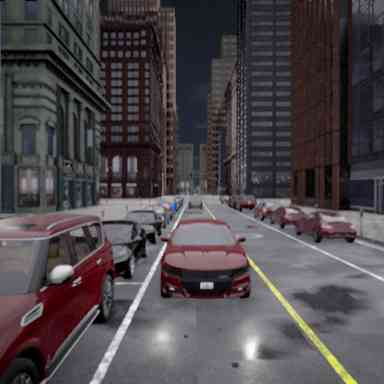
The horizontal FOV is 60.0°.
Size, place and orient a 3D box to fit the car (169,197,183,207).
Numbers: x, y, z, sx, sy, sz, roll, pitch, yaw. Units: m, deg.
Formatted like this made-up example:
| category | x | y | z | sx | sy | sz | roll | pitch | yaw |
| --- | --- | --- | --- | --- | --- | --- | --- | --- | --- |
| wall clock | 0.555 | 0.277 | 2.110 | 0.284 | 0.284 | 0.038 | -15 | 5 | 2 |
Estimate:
| category | x | y | z | sx | sy | sz | roll | pitch | yaw |
| --- | --- | --- | --- | --- | --- | --- | --- | --- | --- |
| car | -2.314 | 1.509 | 49.462 | 1.947 | 1.339 | 4.313 | 0 | 0 | 0 |

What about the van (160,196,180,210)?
| category | x | y | z | sx | sy | sz | roll | pitch | yaw |
| --- | --- | --- | --- | --- | --- | --- | --- | --- | --- |
| van | -2.346 | 1.297 | 32.552 | 1.690 | 1.788 | 3.998 | 0 | 0 | 0 |

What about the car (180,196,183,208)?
| category | x | y | z | sx | sy | sz | roll | pitch | yaw |
| --- | --- | --- | --- | --- | --- | --- | --- | --- | --- |
| car | -2.336 | 1.476 | 38.019 | 1.752 | 1.417 | 4.829 | 0 | 0 | 0 |

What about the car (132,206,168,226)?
| category | x | y | z | sx | sy | sz | roll | pitch | yaw |
| --- | --- | --- | --- | --- | --- | --- | --- | --- | --- |
| car | -2.376 | 1.542 | 15.642 | 1.947 | 1.339 | 4.313 | 0 | 0 | 0 |

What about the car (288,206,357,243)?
| category | x | y | z | sx | sy | sz | roll | pitch | yaw |
| --- | --- | --- | --- | --- | --- | --- | --- | --- | --- |
| car | 6.149 | 1.558 | 15.632 | 1.802 | 1.307 | 4.206 | 0 | 0 | 0 |

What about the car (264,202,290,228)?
| category | x | y | z | sx | sy | sz | roll | pitch | yaw |
| --- | --- | --- | --- | --- | --- | --- | --- | --- | --- |
| car | 6.159 | 1.551 | 21.269 | 1.802 | 1.307 | 4.206 | 0 | 0 | 0 |

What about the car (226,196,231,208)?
| category | x | y | z | sx | sy | sz | roll | pitch | yaw |
| --- | --- | --- | --- | --- | --- | --- | --- | --- | --- |
| car | 6.199 | 1.262 | 43.812 | 2.192 | 1.841 | 5.009 | 0 | 0 | 0 |

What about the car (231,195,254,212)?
| category | x | y | z | sx | sy | sz | roll | pitch | yaw |
| --- | --- | --- | --- | --- | --- | --- | --- | --- | --- |
| car | 6.189 | 1.266 | 38.176 | 2.192 | 1.841 | 5.009 | 0 | 0 | 0 |

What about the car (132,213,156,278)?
| category | x | y | z | sx | sy | sz | roll | pitch | yaw |
| --- | --- | --- | --- | --- | --- | --- | --- | --- | --- |
| car | -2.387 | 1.550 | 10.006 | 1.947 | 1.339 | 4.313 | 0 | 0 | 0 |

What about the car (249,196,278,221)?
| category | x | y | z | sx | sy | sz | roll | pitch | yaw |
| --- | --- | --- | --- | --- | --- | --- | --- | --- | --- |
| car | 6.169 | 1.402 | 26.905 | 1.967 | 1.590 | 4.097 | 0 | 0 | 0 |

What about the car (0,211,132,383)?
| category | x | y | z | sx | sy | sz | roll | pitch | yaw |
| --- | --- | --- | --- | --- | --- | --- | --- | --- | --- |
| car | -2.398 | 1.308 | 4.369 | 2.192 | 1.841 | 5.009 | 0 | 0 | 0 |

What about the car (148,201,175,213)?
| category | x | y | z | sx | sy | sz | roll | pitch | yaw |
| --- | --- | --- | --- | --- | --- | --- | --- | --- | --- |
| car | -2.366 | 1.519 | 21.279 | 2.008 | 1.369 | 4.403 | 0 | 0 | 0 |

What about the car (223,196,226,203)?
| category | x | y | z | sx | sy | sz | roll | pitch | yaw |
| --- | --- | --- | --- | --- | --- | --- | --- | --- | --- |
| car | 6.211 | 1.509 | 49.449 | 1.947 | 1.339 | 4.313 | 0 | 0 | 0 |

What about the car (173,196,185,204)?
| category | x | y | z | sx | sy | sz | roll | pitch | yaw |
| --- | --- | --- | --- | --- | --- | --- | --- | --- | --- |
| car | -2.294 | 1.489 | 60.735 | 2.008 | 1.369 | 4.403 | 0 | 0 | 0 |

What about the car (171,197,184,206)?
| category | x | y | z | sx | sy | sz | roll | pitch | yaw |
| --- | --- | --- | --- | --- | --- | --- | --- | --- | --- |
| car | -2.304 | 1.506 | 55.098 | 1.947 | 1.339 | 4.313 | 0 | 0 | 0 |

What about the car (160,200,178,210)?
| category | x | y | z | sx | sy | sz | roll | pitch | yaw |
| --- | --- | --- | --- | --- | --- | --- | --- | --- | --- |
| car | -2.356 | 1.544 | 26.916 | 1.802 | 1.307 | 4.206 | 0 | 0 | 0 |

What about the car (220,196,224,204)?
| category | x | y | z | sx | sy | sz | roll | pitch | yaw |
| --- | --- | --- | --- | --- | --- | --- | --- | --- | --- |
| car | 6.231 | 1.378 | 60.721 | 1.967 | 1.590 | 4.097 | 0 | 0 | 0 |

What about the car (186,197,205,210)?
| category | x | y | z | sx | sy | sz | roll | pitch | yaw |
| --- | --- | --- | --- | --- | --- | --- | --- | --- | --- |
| car | 0.435 | 1.454 | 40.736 | 1.837 | 1.490 | 4.892 | 0 | 0 | 0 |

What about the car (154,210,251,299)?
| category | x | y | z | sx | sy | sz | roll | pitch | yaw |
| --- | --- | --- | --- | --- | --- | --- | --- | --- | --- |
| car | 0.277 | 1.464 | 8.679 | 1.882 | 1.535 | 5.008 | 0 | 0 | 0 |
